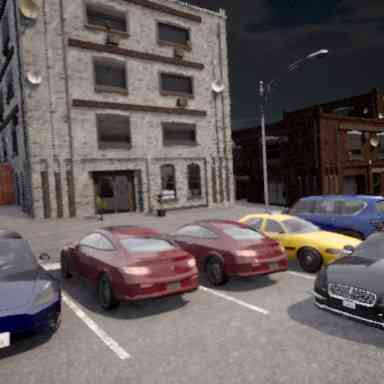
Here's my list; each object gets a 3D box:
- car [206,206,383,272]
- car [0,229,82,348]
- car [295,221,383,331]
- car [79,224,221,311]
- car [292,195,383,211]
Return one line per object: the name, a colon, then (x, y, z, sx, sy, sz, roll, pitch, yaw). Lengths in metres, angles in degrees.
car: (2.989, 1.418, 10.911, 1.946, 1.575, 5.366, 0, 0, -36)
car: (-3.916, 1.508, 6.175, 2.163, 1.488, 4.792, 0, 0, -36)
car: (4.371, 1.457, 6.470, 4.892, 1.490, 1.837, 0, 0, -35)
car: (-1.661, 1.499, 7.816, 2.002, 1.452, 4.674, 0, 0, -35)
car: (5.033, 1.151, 12.632, 2.435, 2.045, 5.566, -1, 0, -36)
